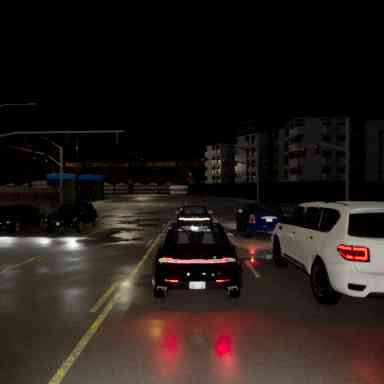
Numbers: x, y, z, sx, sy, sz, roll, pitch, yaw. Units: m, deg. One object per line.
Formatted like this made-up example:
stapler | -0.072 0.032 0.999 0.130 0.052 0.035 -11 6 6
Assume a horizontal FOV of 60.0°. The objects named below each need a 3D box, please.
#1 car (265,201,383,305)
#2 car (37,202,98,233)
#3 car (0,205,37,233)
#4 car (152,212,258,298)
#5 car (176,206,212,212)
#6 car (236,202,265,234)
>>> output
car | 3.596 1.220 8.252 2.150 2.045 5.566 0 0 0
car | -6.986 1.415 19.752 1.837 1.490 4.892 0 0 0
car | -10.487 1.543 19.757 1.837 1.490 4.892 0 0 0
car | 0.104 1.499 8.541 2.128 1.511 4.902 0 0 0
car | 0.115 1.473 17.953 2.128 1.511 4.902 0 0 0
car | 3.613 1.328 17.676 2.097 1.767 4.553 0 0 0
